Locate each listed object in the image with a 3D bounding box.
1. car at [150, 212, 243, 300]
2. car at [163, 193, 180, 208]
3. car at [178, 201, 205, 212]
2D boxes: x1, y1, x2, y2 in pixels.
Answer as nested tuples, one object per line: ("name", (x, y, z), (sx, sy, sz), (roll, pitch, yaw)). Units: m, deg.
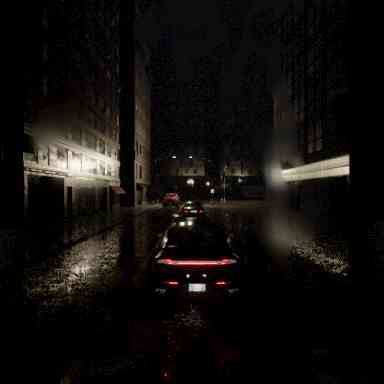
("car", (0.102, 1.492, 8.366), (2.128, 1.511, 4.902), (0, 0, 0))
("car", (-2.965, 1.225, 48.112), (2.150, 2.045, 5.566), (0, 0, 0))
("car", (0.121, 1.549, 28.127), (2.033, 1.411, 5.357), (0, 0, 0))
